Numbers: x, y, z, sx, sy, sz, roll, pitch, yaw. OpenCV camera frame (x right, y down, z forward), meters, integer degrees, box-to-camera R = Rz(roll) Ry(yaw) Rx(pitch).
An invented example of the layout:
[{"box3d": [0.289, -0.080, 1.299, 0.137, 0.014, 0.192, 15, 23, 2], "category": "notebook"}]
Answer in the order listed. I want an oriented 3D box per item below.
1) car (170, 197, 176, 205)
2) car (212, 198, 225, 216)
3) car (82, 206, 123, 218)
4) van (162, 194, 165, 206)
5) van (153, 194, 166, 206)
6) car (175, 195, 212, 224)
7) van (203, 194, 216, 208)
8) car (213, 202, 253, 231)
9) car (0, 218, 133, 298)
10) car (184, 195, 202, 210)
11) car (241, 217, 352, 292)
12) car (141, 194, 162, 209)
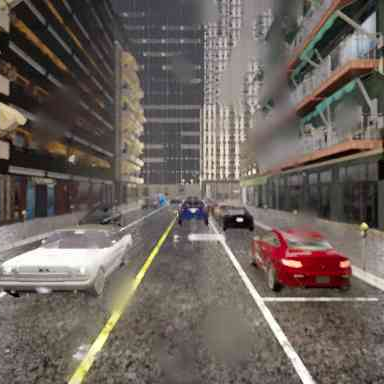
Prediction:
[{"box3d": [-2.768, 1.495, 58.045, 1.994, 1.385, 4.181, 0, 0, 1], "category": "car"}, {"box3d": [2.568, 1.475, 25.829, 1.752, 1.417, 4.829, 0, 0, 0], "category": "car"}, {"box3d": [-5.312, 1.524, 19.962, 1.947, 1.339, 4.313, 0, 0, 0], "category": "car"}, {"box3d": [-5.314, 1.273, 48.410, 1.690, 1.788, 3.998, 0, 0, 0], "category": "van"}, {"box3d": [-5.314, 1.272, 54.100, 1.690, 1.788, 3.998, 0, 0, 0], "category": "van"}, {"box3d": [0.098, 1.303, 24.549, 2.097, 1.767, 4.553, 0, 0, 0], "category": "car"}, {"box3d": [2.567, 1.273, 48.416, 1.690, 1.788, 3.998, 0, 0, 0], "category": "van"}, {"box3d": [2.568, 1.524, 19.969, 1.947, 1.339, 4.313, 0, 0, 0], "category": "car"}, {"box3d": [-2.851, 1.580, 8.600, 1.895, 1.301, 4.718, 0, 0, 0], "category": "car"}, {"box3d": [0.097, 1.286, 41.737, 2.097, 1.767, 4.553, 0, 0, 0], "category": "car"}, {"box3d": [2.569, 1.562, 8.589, 1.802, 1.307, 4.206, 0, 0, 0], "category": "car"}, {"box3d": [-5.314, 1.374, 42.720, 1.967, 1.590, 4.097, 0, 0, 0], "category": "car"}]
